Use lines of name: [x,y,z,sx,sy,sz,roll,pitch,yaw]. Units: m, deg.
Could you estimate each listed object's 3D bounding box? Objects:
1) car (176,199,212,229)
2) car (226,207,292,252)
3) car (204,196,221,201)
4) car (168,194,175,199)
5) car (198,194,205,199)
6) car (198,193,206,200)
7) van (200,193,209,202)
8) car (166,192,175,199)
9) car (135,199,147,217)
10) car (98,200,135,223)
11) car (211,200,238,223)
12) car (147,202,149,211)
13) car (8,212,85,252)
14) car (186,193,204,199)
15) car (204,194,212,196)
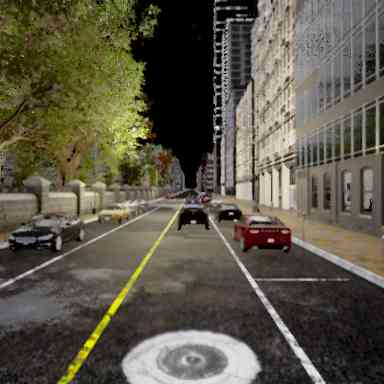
car: [0.085,1.450,21.272,1.837,1.490,4.892,0,0,0]
car: [2.686,1.512,13.538,1.887,1.381,4.507,0,0,0]
car: [2.670,1.449,36.264,2.008,1.369,4.403,0,0,0]
car: [-5.749,1.177,92.941,1.752,1.417,4.829,1,0,0]
car: [2.631,1.175,93.244,1.752,1.417,4.829,1,0,0]
car: [2.636,1.120,87.393,1.967,1.590,4.097,1,0,0]
van: [2.649,1.104,70.349,1.690,1.788,3.998,1,0,0]
car: [-5.743,0.995,87.428,2.192,1.841,5.009,1,0,0]
car: [-5.706,1.467,30.601,2.008,1.369,4.403,0,0,0]
car: [-5.702,1.461,24.748,1.752,1.417,4.829,0,0,0]
car: [2.678,1.500,24.900,1.947,1.339,4.313,0,0,0]
car: [-5.710,1.449,36.285,2.008,1.369,4.403,0,0,0]
car: [-5.695,1.518,13.553,2.008,1.369,4.403,0,0,0]
car: [0.073,1.238,39.683,2.097,1.767,4.553,0,0,0]
car: [2.658,1.418,53.305,1.802,1.307,4.206,0,0,0]
